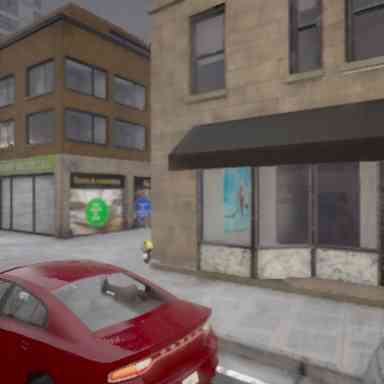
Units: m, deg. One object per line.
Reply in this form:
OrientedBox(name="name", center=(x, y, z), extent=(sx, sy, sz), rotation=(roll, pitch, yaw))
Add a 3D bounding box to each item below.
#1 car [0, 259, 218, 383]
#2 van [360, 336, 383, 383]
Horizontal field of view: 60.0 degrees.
OrientedBox(name="car", center=(-1.833, 1.563, 4.270), extent=(4.507, 1.381, 1.887), rotation=(0, 0, 36))
OrientedBox(name="van", center=(2.685, 1.333, 1.046), extent=(3.998, 1.788, 1.690), rotation=(0, 0, 36))
